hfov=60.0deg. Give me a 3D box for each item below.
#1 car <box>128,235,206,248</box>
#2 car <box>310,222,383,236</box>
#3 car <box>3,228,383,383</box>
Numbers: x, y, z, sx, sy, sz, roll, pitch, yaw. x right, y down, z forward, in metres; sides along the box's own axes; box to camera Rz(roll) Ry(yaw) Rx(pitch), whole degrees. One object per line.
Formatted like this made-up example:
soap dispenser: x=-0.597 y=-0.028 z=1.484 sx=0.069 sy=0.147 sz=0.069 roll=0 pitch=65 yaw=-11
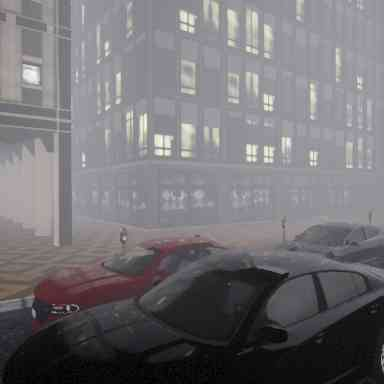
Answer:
car: x=-0.500 y=1.544 z=6.206 sx=4.507 sy=1.381 sz=1.887 roll=0 pitch=0 yaw=-35
car: x=4.139 y=1.564 z=9.513 sx=4.313 sy=1.339 sz=1.947 roll=0 pitch=0 yaw=-35
car: x=0.653 y=1.477 z=3.847 sx=5.008 sy=1.535 sz=1.882 roll=0 pitch=0 yaw=-35
